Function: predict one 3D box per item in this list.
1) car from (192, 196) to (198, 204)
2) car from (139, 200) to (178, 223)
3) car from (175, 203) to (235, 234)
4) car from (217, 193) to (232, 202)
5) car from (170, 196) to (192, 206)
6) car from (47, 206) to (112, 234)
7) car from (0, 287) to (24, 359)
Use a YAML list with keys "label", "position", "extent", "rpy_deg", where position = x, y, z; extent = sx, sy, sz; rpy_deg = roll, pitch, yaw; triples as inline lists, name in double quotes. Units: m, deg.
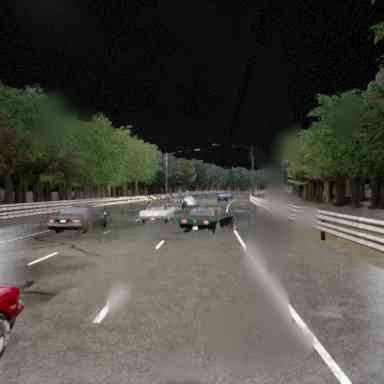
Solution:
- label: "car"
  position: [-0.320, 1.326, 46.093]
  extent: [1.812, 1.442, 4.674]
  rpy_deg: [0, 0, 7]
- label: "car"
  position: [-2.470, 1.510, 24.514]
  extent: [1.895, 1.301, 4.718]
  rpy_deg: [0, 0, 4]
- label: "car"
  position: [1.018, 1.537, 18.990]
  extent: [1.895, 1.301, 4.718]
  rpy_deg: [0, 0, 23]
- label: "car"
  position: [6.063, 1.095, 64.415]
  extent: [1.882, 1.535, 5.008]
  rpy_deg: [0, 1, 10]
- label: "car"
  position: [-1.541, 1.346, 35.303]
  extent: [2.128, 1.511, 4.902]
  rpy_deg: [0, 0, 6]
- label: "car"
  position: [-6.217, 1.484, 18.958]
  extent: [2.033, 1.411, 5.357]
  rpy_deg: [0, 0, 3]
- label: "car"
  position: [-3.463, 1.598, 2.823]
  extent: [1.895, 1.301, 4.718]
  rpy_deg: [0, 0, 1]
